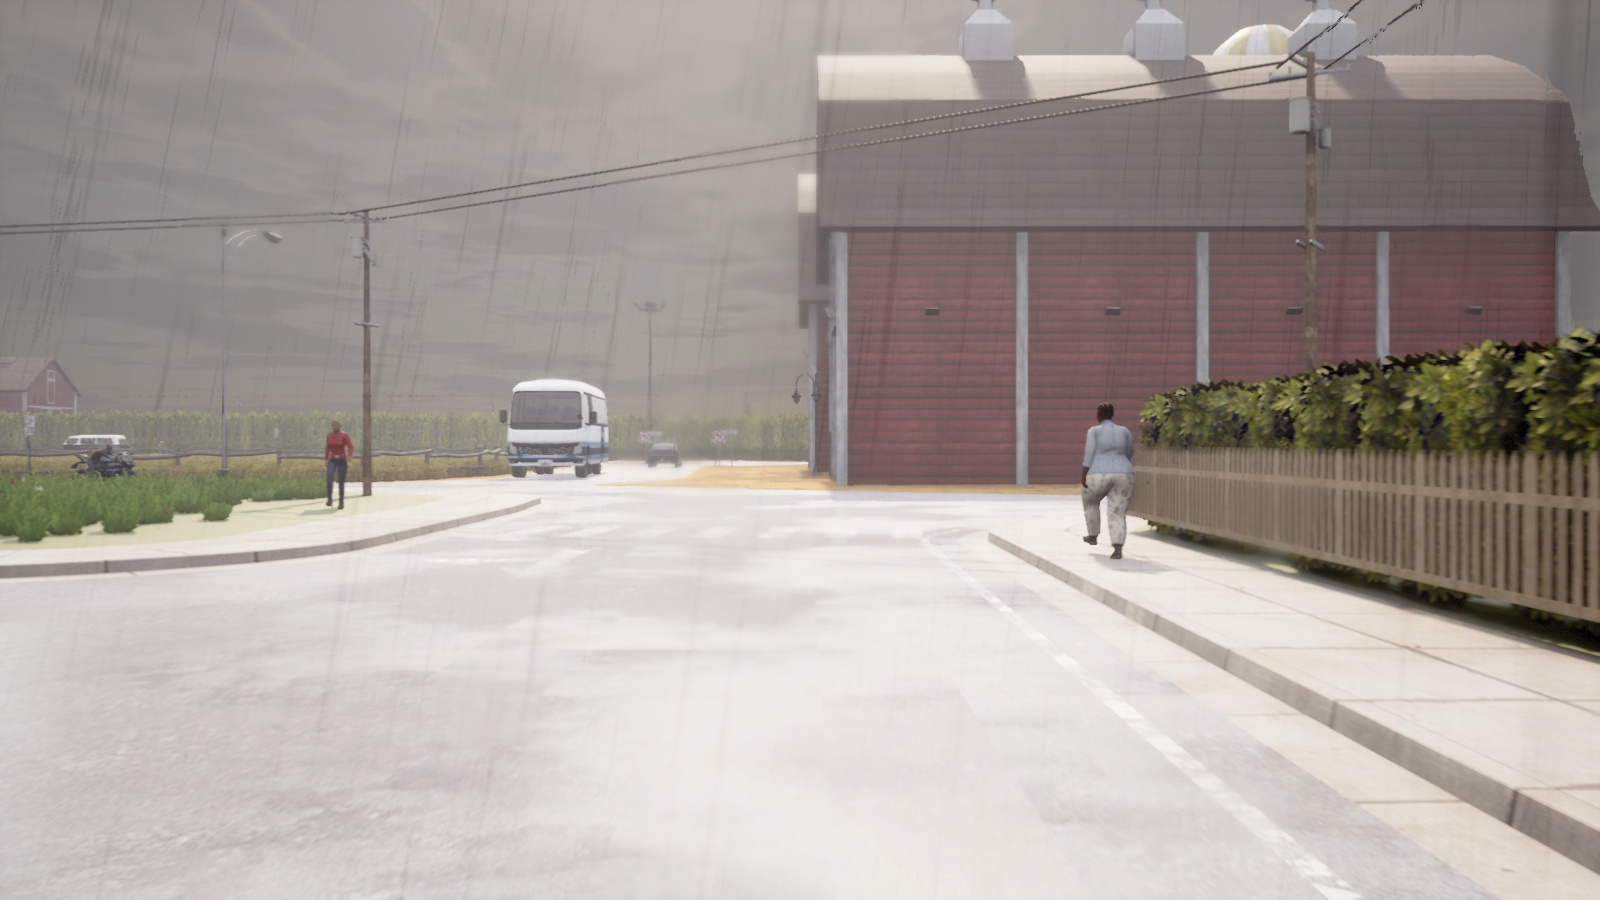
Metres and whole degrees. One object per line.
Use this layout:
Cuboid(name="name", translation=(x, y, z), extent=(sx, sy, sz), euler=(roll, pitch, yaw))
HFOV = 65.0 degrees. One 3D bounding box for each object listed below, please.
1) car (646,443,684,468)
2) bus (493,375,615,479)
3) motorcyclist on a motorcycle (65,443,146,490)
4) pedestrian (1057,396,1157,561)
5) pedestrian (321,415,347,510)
Cuboid(name="car", translation=(-8.253, 0.310, 77.107), extent=(1.837, 1.490, 4.892), euler=(0, 0, -1))
Cuboid(name="bus", translation=(-10.823, -0.957, 56.544), extent=(3.944, 4.253, 10.273), euler=(0, 0, -3))
Cuboid(name="motorcyclist on a motorcycle", translation=(-22.792, 0.531, 41.226), extent=(2.191, 1.530, 0.866), euler=(0, 0, 0))
Cuboid(name="pedestrian", translation=(3.557, 0.322, 14.616), extent=(0.874, 1.855, 0.900), euler=(0, 0, -6))
Cuboid(name="pedestrian", translation=(-9.201, 0.243, 24.799), extent=(0.331, 1.846, 0.636), euler=(0, 0, -6))
